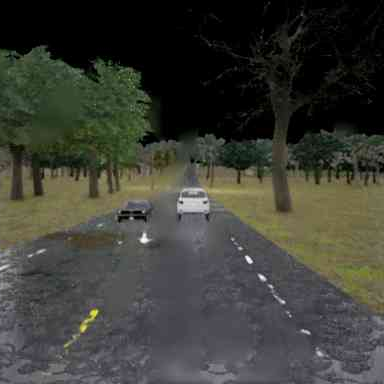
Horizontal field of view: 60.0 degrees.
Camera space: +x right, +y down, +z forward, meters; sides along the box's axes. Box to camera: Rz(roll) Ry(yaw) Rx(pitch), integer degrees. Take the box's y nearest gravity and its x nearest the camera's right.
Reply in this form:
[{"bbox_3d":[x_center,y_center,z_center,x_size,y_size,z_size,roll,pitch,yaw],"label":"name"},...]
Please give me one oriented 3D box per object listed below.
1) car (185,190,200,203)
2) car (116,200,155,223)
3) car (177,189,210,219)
[{"bbox_3d":[0.107,0.487,42.600,1.812,1.442,4.674,0,2,0],"label":"car"},{"bbox_3d":[-3.555,1.193,21.722,1.895,1.301,4.718,0,1,0],"label":"car"},{"bbox_3d":[0.097,0.759,23.970,2.150,2.045,5.566,0,2,0],"label":"car"}]
